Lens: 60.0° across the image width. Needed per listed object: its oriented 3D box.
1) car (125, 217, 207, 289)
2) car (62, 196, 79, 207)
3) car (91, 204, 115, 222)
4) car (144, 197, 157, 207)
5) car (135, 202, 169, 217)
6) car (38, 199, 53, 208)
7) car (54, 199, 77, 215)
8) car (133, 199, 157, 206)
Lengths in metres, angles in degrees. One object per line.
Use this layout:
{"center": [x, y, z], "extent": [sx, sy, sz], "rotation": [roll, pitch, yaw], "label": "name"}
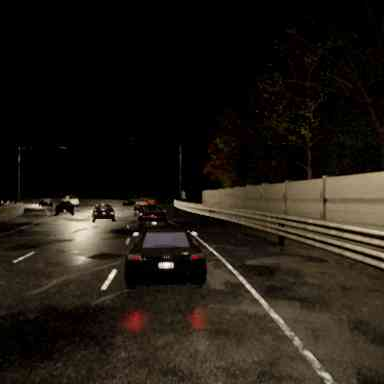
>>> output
{"center": [-0.755, 1.642, 9.512], "extent": [1.994, 1.385, 4.181], "rotation": [0, 0, -5], "label": "car"}
{"center": [-22.088, 1.712, 59.988], "extent": [2.150, 2.045, 5.566], "rotation": [0, -1, -34], "label": "car"}
{"center": [-7.754, 1.784, 29.046], "extent": [2.033, 1.411, 5.357], "rotation": [0, 0, -16], "label": "car"}
{"center": [-7.796, 1.861, 63.157], "extent": [2.097, 1.767, 4.553], "rotation": [0, 0, -2], "label": "car"}
{"center": [-2.795, 1.693, 23.006], "extent": [1.837, 1.490, 4.892], "rotation": [0, 0, -11], "label": "car"}
{"center": [-26.335, 1.984, 59.931], "extent": [2.128, 1.511, 4.902], "rotation": [0, -1, -35], "label": "car"}
{"center": [-14.472, 1.815, 37.807], "extent": [1.837, 1.490, 4.892], "rotation": [0, -1, -21], "label": "car"}
{"center": [-5.185, 1.777, 35.398], "extent": [2.128, 1.511, 4.902], "rotation": [0, -1, -10], "label": "car"}
